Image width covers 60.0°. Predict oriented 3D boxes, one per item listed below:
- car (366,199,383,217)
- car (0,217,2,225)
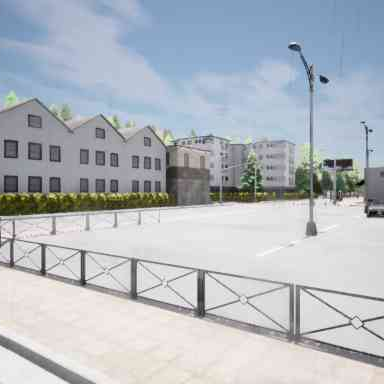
[{"bbox_3d":[15.381,1.298,26.840,2.007,1.523,4.514,0,0,35],"label":"car"},{"bbox_3d":[-11.580,1.027,14.679,2.150,2.045,5.566,1,1,36],"label":"car"}]
